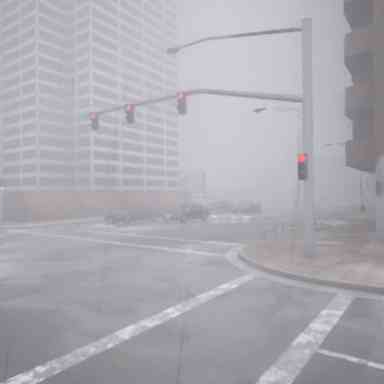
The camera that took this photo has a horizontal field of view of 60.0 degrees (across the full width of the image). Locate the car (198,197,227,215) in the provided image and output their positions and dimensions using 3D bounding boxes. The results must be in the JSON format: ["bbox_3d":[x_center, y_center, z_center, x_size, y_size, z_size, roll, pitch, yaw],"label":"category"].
[{"bbox_3d":[3.023,1.716,37.953,1.837,1.490,4.892,-1,0,35],"label":"car"}]

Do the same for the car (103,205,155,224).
[{"bbox_3d":[-4.615,1.767,27.205,2.033,1.411,5.357,-1,0,35],"label":"car"}]

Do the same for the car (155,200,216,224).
[{"bbox_3d":[-0.411,1.669,27.083,2.128,1.511,4.902,-1,0,35],"label":"car"}]

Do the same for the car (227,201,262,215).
[{"bbox_3d":[6.071,1.698,36.194,1.812,1.442,4.674,-1,0,35],"label":"car"}]
